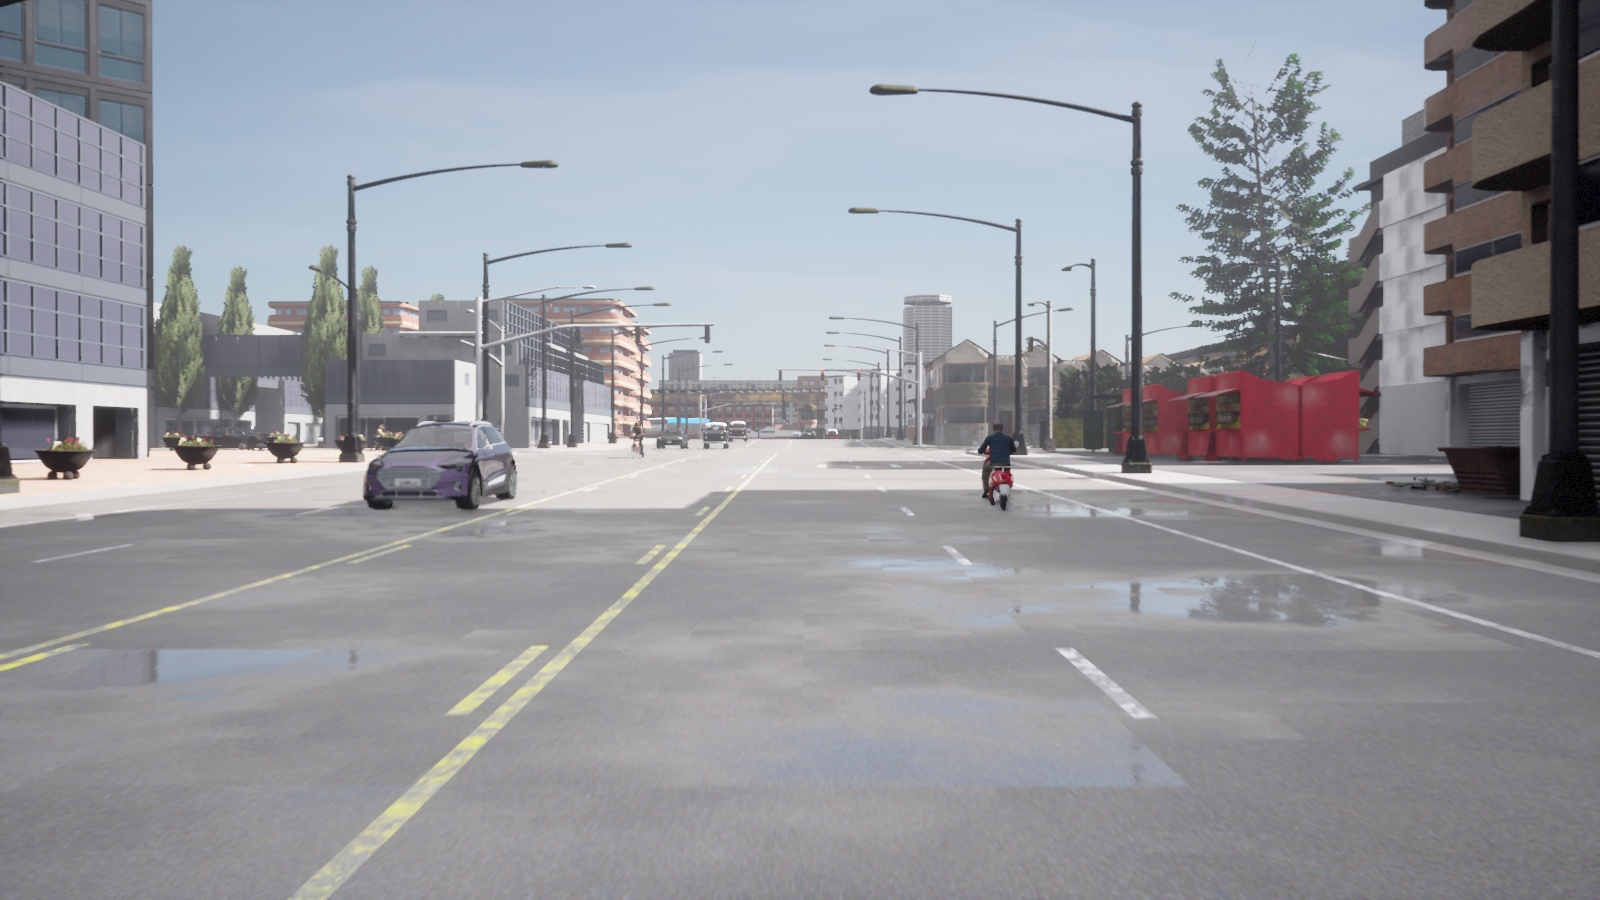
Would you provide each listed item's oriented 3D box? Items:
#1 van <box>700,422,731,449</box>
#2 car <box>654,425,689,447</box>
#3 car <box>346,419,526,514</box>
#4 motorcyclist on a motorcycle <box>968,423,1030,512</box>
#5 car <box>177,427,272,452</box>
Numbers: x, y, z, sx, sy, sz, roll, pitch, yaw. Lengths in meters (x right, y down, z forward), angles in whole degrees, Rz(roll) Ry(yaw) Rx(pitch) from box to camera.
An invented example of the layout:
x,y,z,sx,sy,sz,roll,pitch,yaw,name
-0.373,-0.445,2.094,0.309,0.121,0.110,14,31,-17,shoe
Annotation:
x,y,z,sx,sy,sz,roll,pitch,yaw,name
-6.428,-1.094,96.213,2.069,2.038,4.480,0,1,0,van
-9.923,-1.055,97.569,2.152,1.651,5.027,0,1,0,car
-6.845,0.236,24.227,2.033,1.649,4.856,0,1,0,car
3.649,0.289,23.203,0.866,1.590,1.817,0,1,0,motorcyclist on a motorcycle
-34.893,-0.653,76.193,4.892,1.490,1.837,0,0,1,car
